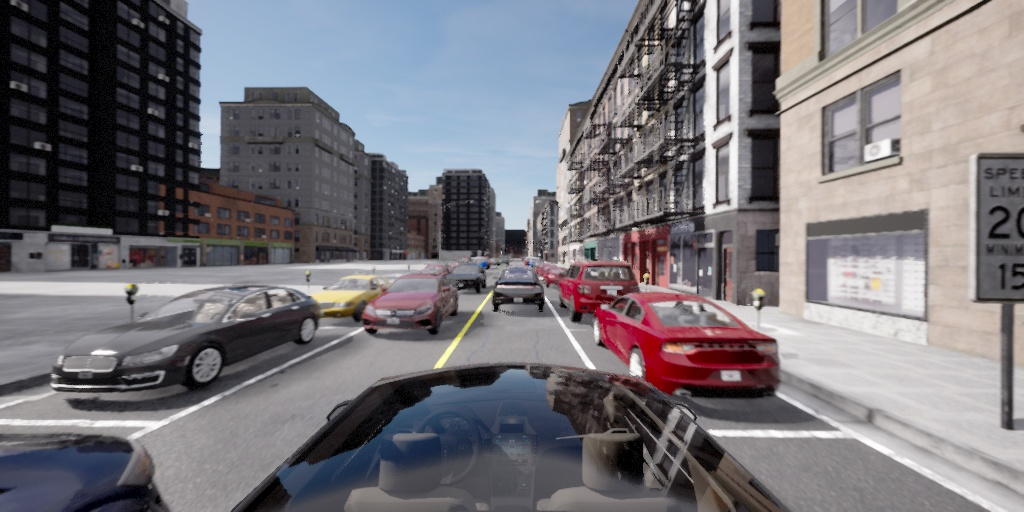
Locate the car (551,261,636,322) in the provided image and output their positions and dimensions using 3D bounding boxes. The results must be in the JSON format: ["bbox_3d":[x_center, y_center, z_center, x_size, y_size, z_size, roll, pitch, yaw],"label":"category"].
[{"bbox_3d":[2.774,1.088,12.252,2.192,1.841,5.009,0,0,1],"label":"car"}]

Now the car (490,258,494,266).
[{"bbox_3d":[-4.538,1.057,57.813,2.192,1.841,5.009,0,0,1],"label":"car"}]

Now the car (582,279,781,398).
[{"bbox_3d":[2.685,1.316,6.573,1.888,1.381,4.507,0,0,1],"label":"car"}]

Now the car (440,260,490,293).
[{"bbox_3d":[-2.564,1.216,20.905,1.882,1.535,5.008,0,0,1],"label":"car"}]

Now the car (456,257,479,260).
[{"bbox_3d":[-4.894,1.043,35.095,2.192,1.841,5.009,0,0,1],"label":"car"}]

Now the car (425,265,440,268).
[{"bbox_3d":[-5.072,1.267,23.737,1.888,1.381,4.507,0,0,1],"label":"car"}]

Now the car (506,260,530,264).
[{"bbox_3d":[0.615,1.369,37.083,1.895,1.301,4.718,0,0,1],"label":"car"}]

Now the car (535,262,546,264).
[{"bbox_3d":[3.041,1.364,29.290,1.802,1.307,4.207,0,0,1],"label":"car"}]

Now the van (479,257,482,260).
[{"bbox_3d":[-4.805,1.072,40.775,1.690,1.789,3.998,0,0,1],"label":"van"}]

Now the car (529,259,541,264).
[{"bbox_3d":[3.219,1.339,40.649,2.007,1.370,4.403,0,0,1],"label":"car"}]

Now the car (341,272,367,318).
[{"bbox_3d":[-5.252,1.242,12.208,1.751,1.417,4.829,0,0,1],"label":"car"}]

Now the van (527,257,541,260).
[{"bbox_3d":[3.397,1.136,52.007,1.690,1.789,3.998,0,0,1],"label":"van"}]

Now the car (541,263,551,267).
[{"bbox_3d":[2.952,1.361,23.611,1.802,1.307,4.207,0,0,1],"label":"car"}]

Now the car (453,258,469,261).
[{"bbox_3d":[-4.983,1.165,29.416,1.967,1.591,4.097,0,0,1],"label":"car"}]

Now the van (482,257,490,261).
[{"bbox_3d":[-4.627,1.079,52.133,1.690,1.789,3.998,0,0,1],"label":"van"}]

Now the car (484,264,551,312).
[{"bbox_3d":[0.258,1.248,14.312,2.128,1.511,4.902,0,0,1],"label":"car"}]

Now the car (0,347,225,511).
[{"bbox_3d":[-2.877,1.293,0.219,1.994,1.385,4.181,0,0,0],"label":"car"}]

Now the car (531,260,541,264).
[{"bbox_3d":[3.130,1.367,34.969,1.802,1.307,4.207,0,0,1],"label":"car"}]

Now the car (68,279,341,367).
[{"bbox_3d":[-5.338,1.265,6.699,2.007,1.370,4.403,0,0,1],"label":"car"}]

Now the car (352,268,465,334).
[{"bbox_3d":[-2.734,1.260,10.680,1.812,1.442,4.674,0,0,1],"label":"car"}]
